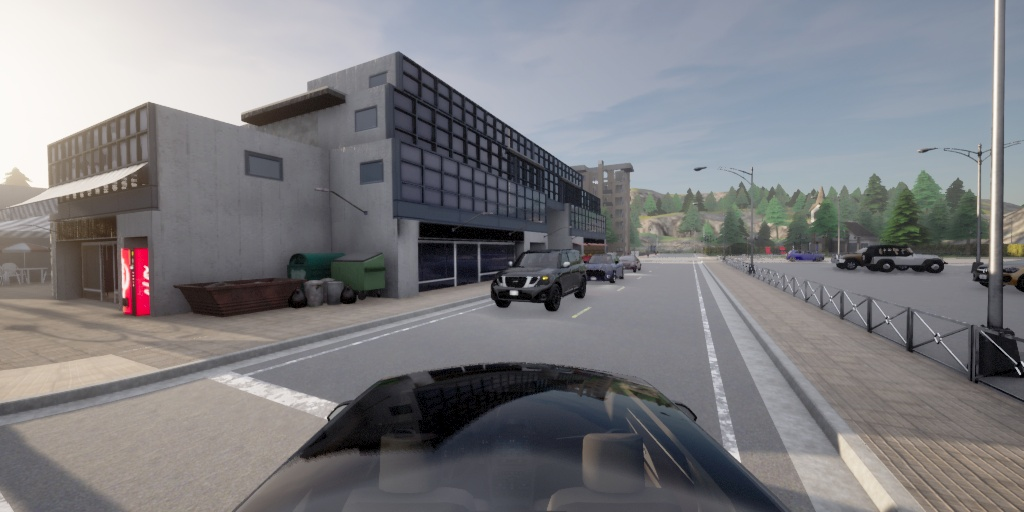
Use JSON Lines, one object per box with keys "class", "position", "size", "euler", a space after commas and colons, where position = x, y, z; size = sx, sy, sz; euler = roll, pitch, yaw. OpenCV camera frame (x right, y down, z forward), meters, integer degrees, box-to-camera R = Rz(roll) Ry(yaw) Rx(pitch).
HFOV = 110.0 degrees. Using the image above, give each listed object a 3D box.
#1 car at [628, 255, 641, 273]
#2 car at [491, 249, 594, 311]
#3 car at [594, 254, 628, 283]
{"class": "car", "position": [10.252, 0.632, 31.737], "size": [1.812, 1.442, 4.674], "euler": [0, 1, 27]}
{"class": "car", "position": [1.291, 0.757, 13.780], "size": [2.150, 2.045, 5.566], "euler": [0, 1, 26]}
{"class": "car", "position": [5.681, 0.677, 22.583], "size": [2.097, 1.767, 4.553], "euler": [0, 1, 26]}
